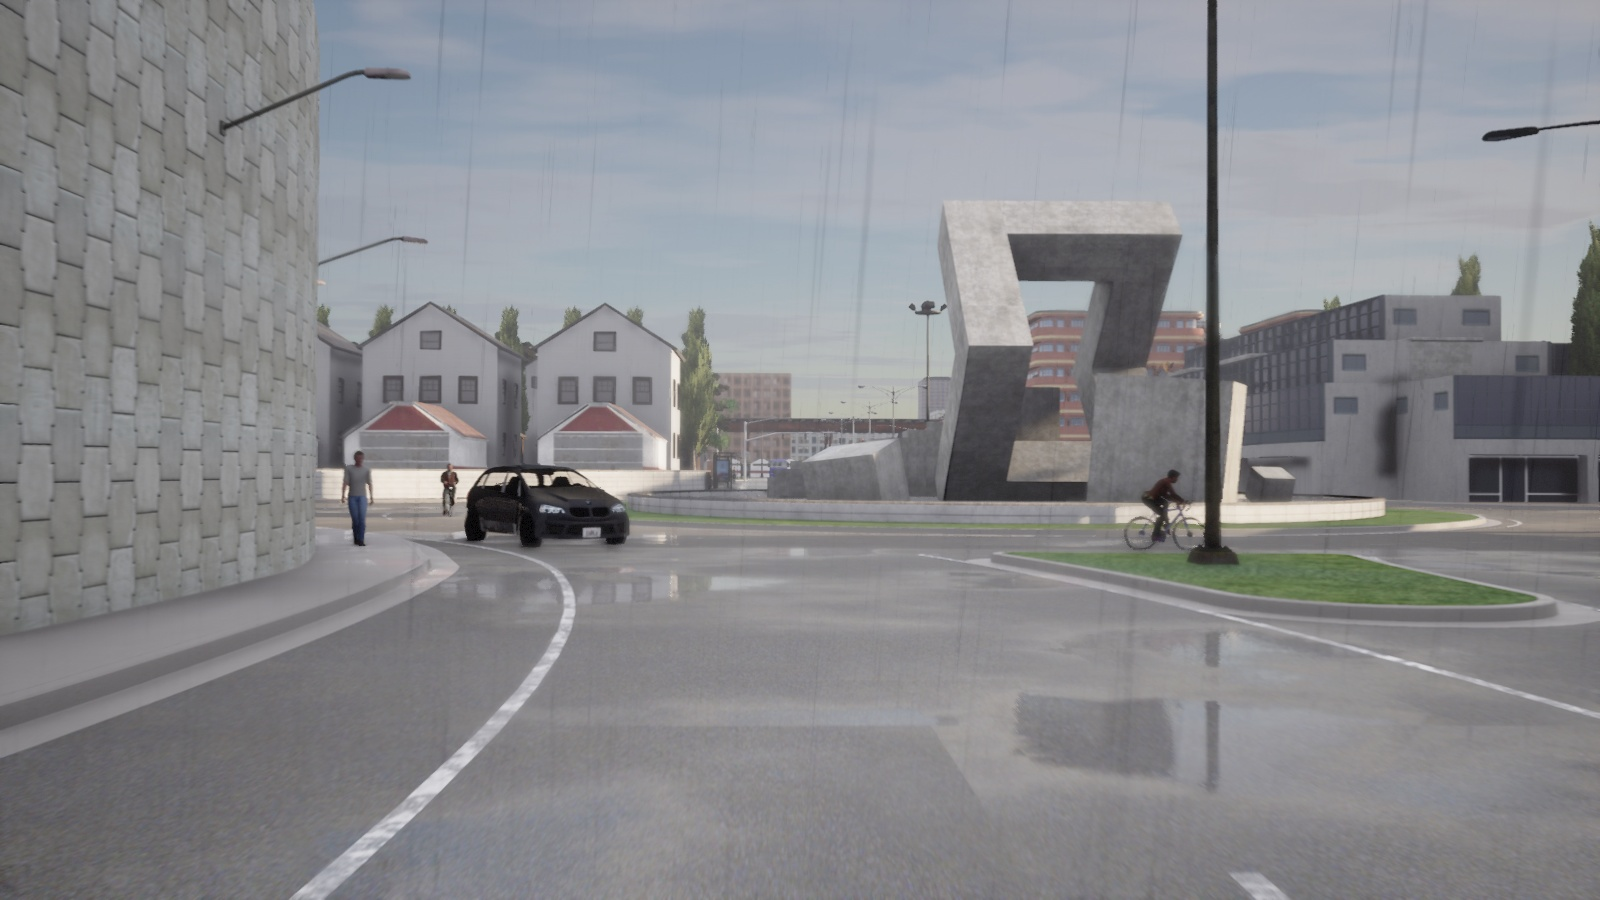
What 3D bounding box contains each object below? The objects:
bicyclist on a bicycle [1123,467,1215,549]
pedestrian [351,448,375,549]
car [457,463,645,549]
[{"bbox_3d":[7.372,1.158,25.099,1.656,1.620,0.582,0,-2,0],"label":"bicyclist on a bicycle"},{"bbox_3d":[-8.095,0.891,23.247,0.354,1.836,0.706,0,-1,-24],"label":"pedestrian"},{"bbox_3d":[-5.428,1.131,26.921,2.242,1.667,4.611,1,-1,-36],"label":"car"}]
